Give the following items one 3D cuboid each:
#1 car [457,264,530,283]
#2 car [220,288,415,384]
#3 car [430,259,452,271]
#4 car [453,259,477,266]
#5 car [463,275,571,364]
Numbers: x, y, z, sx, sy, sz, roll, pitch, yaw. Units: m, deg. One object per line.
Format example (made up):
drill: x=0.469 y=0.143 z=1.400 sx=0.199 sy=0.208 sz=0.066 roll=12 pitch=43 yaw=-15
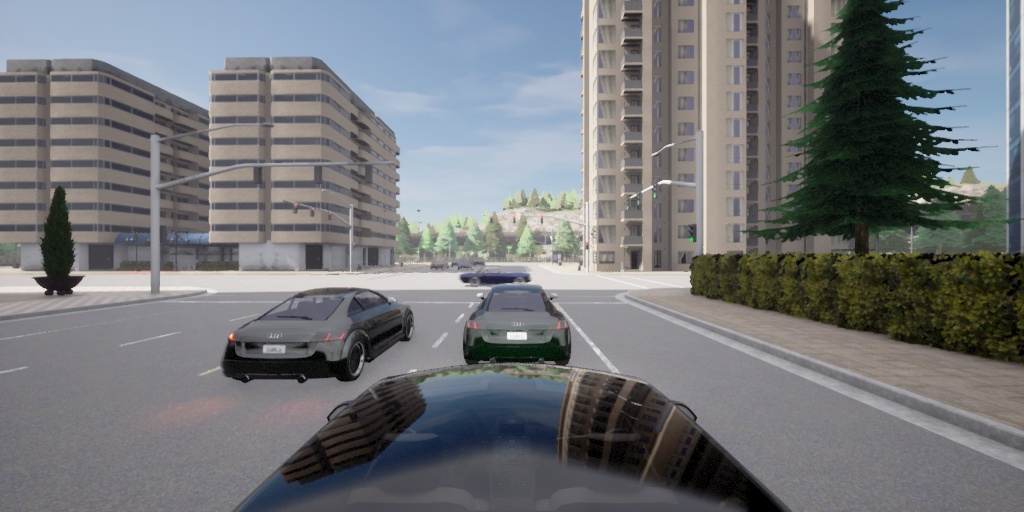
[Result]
car: x=-1.027 y=1.371 z=23.733 sx=4.718 sy=1.301 sz=1.895 roll=0 pitch=0 yaw=1
car: x=-3.399 y=1.313 z=7.179 sx=1.994 sy=1.385 sz=4.181 roll=0 pitch=0 yaw=1
car: x=-10.194 y=1.218 z=50.560 sx=1.882 sy=1.535 sz=5.008 roll=0 pitch=0 yaw=1
car: x=-6.682 y=1.287 z=51.828 sx=2.033 sy=1.411 sz=5.357 roll=0 pitch=0 yaw=1
car: x=0.113 y=1.313 z=8.036 sx=1.994 sy=1.385 sz=4.181 roll=0 pitch=0 yaw=1
